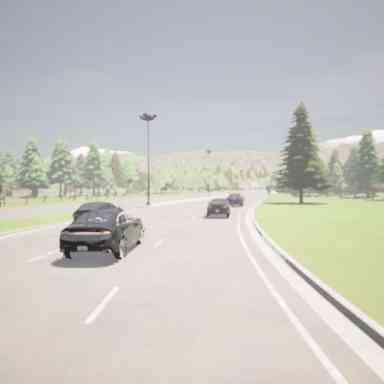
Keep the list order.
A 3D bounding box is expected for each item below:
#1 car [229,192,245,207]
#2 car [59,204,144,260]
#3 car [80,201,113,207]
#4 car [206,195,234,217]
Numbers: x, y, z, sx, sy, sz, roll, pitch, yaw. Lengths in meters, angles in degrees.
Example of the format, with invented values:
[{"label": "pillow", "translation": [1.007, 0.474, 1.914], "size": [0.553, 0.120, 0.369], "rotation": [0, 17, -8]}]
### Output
[{"label": "car", "translation": [5.709, 0.917, 43.246], "size": [2.097, 1.767, 4.553], "rotation": [0, 1, 14]}, {"label": "car", "translation": [-3.028, 1.397, 12.057], "size": [2.128, 1.511, 4.902], "rotation": [0, 1, 4]}, {"label": "car", "translation": [-5.714, 1.346, 20.862], "size": [1.837, 1.490, 4.892], "rotation": [0, 1, 7]}, {"label": "car", "translation": [2.260, 1.255, 27.637], "size": [1.812, 1.442, 4.674], "rotation": [0, 0, 9]}]
